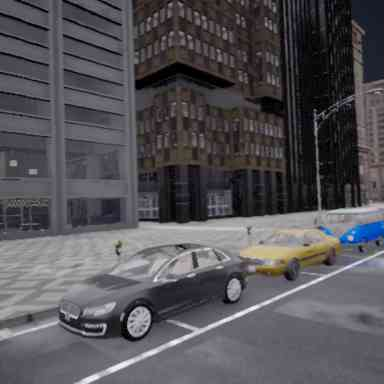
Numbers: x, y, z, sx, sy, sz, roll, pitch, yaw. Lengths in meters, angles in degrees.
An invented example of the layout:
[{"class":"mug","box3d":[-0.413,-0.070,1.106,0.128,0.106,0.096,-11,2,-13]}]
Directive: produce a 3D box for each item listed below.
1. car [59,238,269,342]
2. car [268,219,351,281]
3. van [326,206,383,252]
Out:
[{"class":"car","box3d":[-0.524,1.839,7.051,2.008,1.369,4.403,-4,-3,44]},{"class":"car","box3d":[3.313,1.823,10.951,1.752,1.417,4.829,-4,-3,44]},{"class":"van","box3d":[7.383,1.650,15.098,1.690,1.788,3.998,-4,-3,44]}]
